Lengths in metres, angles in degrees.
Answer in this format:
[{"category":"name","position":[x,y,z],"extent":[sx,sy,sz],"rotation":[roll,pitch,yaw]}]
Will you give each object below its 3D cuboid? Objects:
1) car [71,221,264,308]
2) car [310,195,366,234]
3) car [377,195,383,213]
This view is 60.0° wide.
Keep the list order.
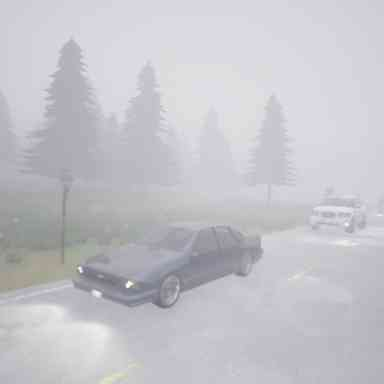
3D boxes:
[{"category":"car","position":[-0.092,1.454,8.069],"extent":[2.033,1.411,5.357],"rotation":[3,1,37]},{"category":"car","position":[8.905,1.222,19.958],"extent":[2.150,2.045,5.566],"rotation":[3,1,37]},{"category":"car","position":[22.851,1.359,38.251],"extent":[2.150,2.045,5.566],"rotation":[3,1,37]}]
